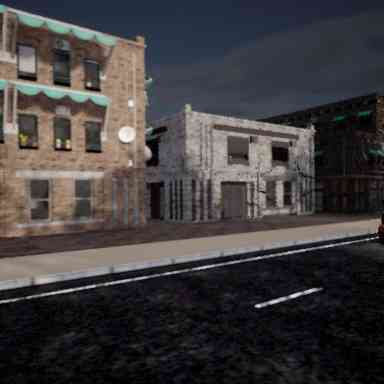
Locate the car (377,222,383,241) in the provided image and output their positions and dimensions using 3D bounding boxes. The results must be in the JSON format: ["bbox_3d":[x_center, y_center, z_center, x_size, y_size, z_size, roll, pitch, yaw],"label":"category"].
[{"bbox_3d":[10.125,1.495,14.898,4.181,1.385,1.994,0,0,-35],"label":"car"}]
